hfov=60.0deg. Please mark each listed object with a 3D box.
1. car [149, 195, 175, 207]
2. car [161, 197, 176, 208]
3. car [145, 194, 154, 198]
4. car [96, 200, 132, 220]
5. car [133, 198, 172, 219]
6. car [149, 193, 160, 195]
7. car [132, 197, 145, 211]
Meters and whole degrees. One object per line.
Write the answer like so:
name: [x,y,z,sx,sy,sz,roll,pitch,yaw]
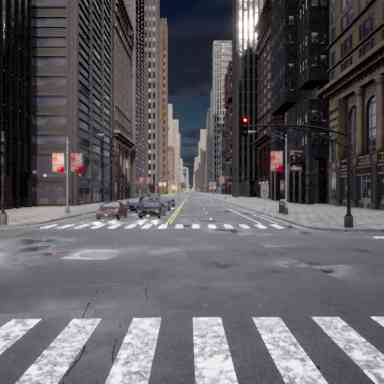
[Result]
car: [-3.426,1.466,39.222,2.128,1.511,4.902,0,0,0]
car: [-3.455,1.510,49.774,2.033,1.411,5.357,0,0,0]
car: [-6.696,1.470,47.395,1.837,1.490,4.892,0,0,0]
car: [-6.655,1.510,28.047,1.812,1.442,4.674,0,0,0]
car: [-3.383,1.531,29.483,2.033,1.411,5.357,0,0,4]
car: [-6.680,1.170,57.844,2.150,2.045,5.566,0,0,1]
car: [-6.675,1.577,37.155,1.895,1.301,4.718,0,0,0]
